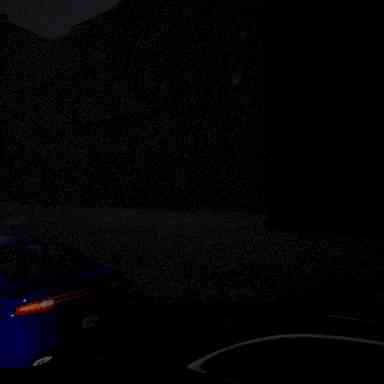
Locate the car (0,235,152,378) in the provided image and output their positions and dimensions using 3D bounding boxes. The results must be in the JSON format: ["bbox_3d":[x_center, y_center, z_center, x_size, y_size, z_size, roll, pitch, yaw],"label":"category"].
[{"bbox_3d":[-3.306,1.487,5.620,5.008,1.535,2.097,0,0,35],"label":"car"}]
